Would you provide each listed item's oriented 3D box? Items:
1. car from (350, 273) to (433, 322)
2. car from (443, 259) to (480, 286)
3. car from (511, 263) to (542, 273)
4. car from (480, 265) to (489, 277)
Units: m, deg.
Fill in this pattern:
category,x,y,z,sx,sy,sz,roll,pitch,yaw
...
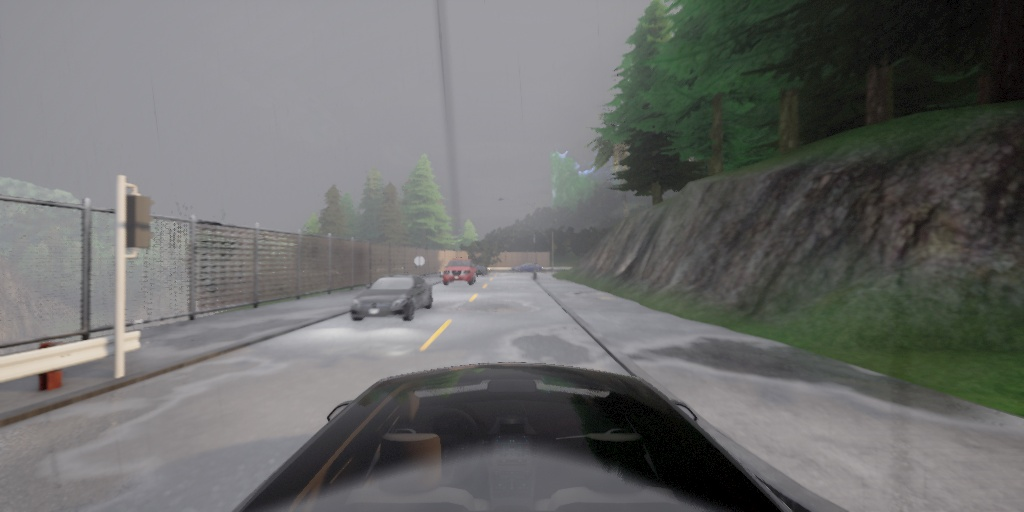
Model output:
category,x,y,z,sx,sy,sz,roll,pitch,yaw
car,-4.092,1.382,12.963,1.812,1.442,4.674,0,0,0
car,-4.074,1.226,28.700,2.150,2.045,5.566,0,-1,-1
car,2.119,1.750,52.272,4.674,1.442,1.812,0,-1,-24
car,-3.934,1.724,41.555,1.895,1.301,4.718,0,-1,4
